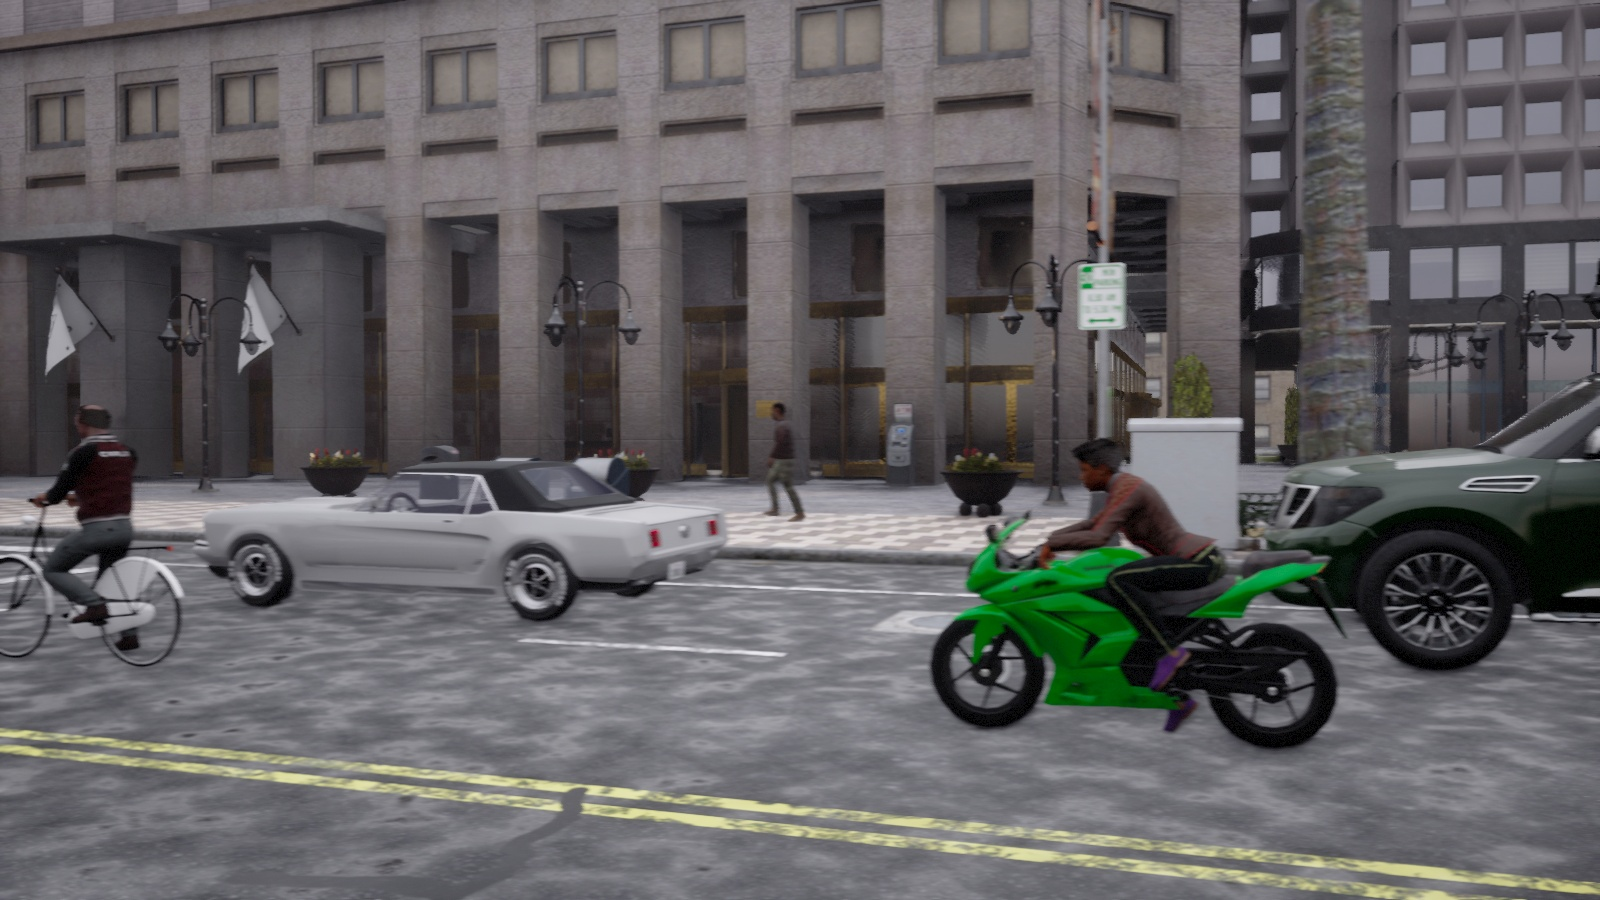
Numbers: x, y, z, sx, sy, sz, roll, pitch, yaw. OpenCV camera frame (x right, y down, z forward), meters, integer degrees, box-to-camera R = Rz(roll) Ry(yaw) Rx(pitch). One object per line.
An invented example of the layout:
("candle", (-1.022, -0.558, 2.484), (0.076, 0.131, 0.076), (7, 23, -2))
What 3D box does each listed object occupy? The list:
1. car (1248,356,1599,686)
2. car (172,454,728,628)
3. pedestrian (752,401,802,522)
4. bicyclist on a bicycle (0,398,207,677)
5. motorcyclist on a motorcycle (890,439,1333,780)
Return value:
("car", (6.043, 0.431, 8.546), (5.566, 2.045, 2.150), (1, 1, 18))
("car", (-3.220, 0.728, 11.650), (4.718, 1.301, 1.895), (1, 1, 19))
("pedestrian", (-0.353, 0.172, 19.343), (0.703, 1.840, 0.431), (0, 1, 10))
("bicyclist on a bicycle", (-5.041, 0.541, 8.583), (1.843, 1.776, 0.659), (1, 1, 18))
("motorcyclist on a motorcycle", (1.553, 0.713, 6.362), (2.044, 1.523, 0.797), (1, 1, 19))
